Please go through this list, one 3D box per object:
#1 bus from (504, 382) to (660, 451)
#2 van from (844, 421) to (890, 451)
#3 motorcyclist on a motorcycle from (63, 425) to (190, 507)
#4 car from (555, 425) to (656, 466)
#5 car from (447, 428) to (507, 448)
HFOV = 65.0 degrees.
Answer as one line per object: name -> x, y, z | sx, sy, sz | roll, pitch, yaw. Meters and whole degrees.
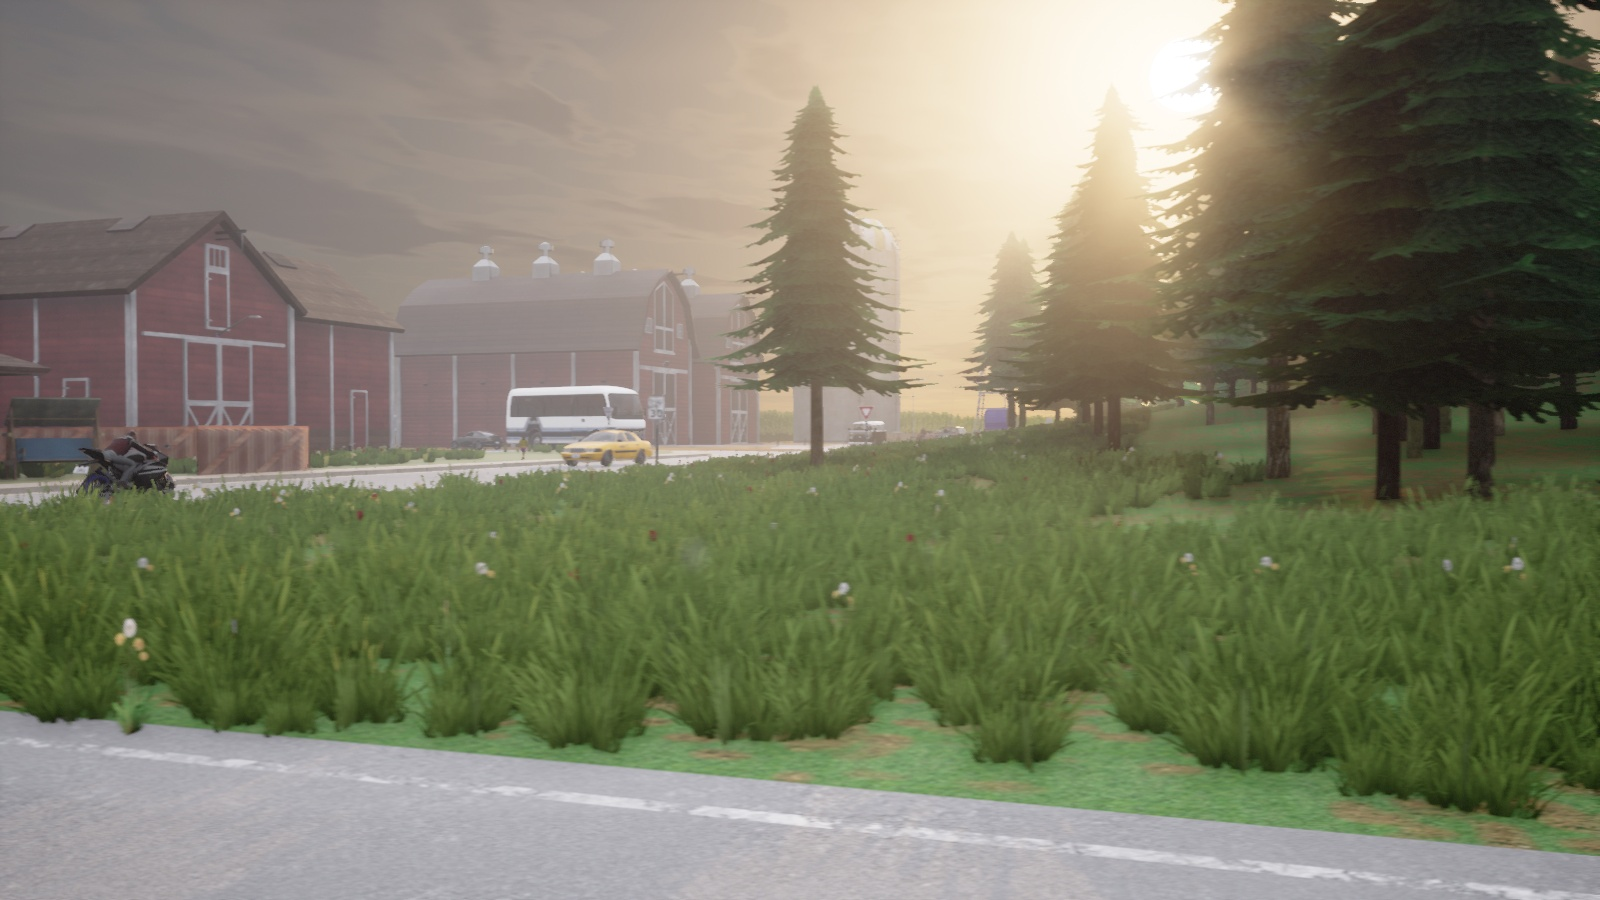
bus -> -14.409, -2.135, 82.342 | 10.273, 4.253, 3.944 | 1, 1, 35
van -> 4.761, -0.993, 88.764 | 2.069, 2.038, 4.480 | 1, 1, 19
motorcyclist on a motorcycle -> -13.204, 0.277, 24.714 | 0.866, 1.530, 2.191 | 1, 1, 19
car -> -7.881, -0.226, 51.381 | 1.801, 1.575, 5.366 | 1, 1, 19
car -> -24.055, -0.885, 93.432 | 4.674, 1.442, 1.812 | 1, 1, 38
